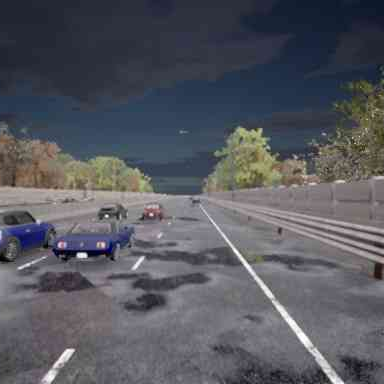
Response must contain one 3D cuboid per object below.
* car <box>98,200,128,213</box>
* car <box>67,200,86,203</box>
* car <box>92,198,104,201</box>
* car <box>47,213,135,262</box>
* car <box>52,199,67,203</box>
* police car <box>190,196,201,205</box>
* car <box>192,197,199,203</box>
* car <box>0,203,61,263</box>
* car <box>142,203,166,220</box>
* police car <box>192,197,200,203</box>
[{"bbox_3d":[-6.923,1.729,29.433,1.837,1.490,4.892,0,0,0],"label":"car"},{"bbox_3d":[-21.050,2.075,62.215,1.895,1.301,4.718,0,0,0],"label":"car"},{"bbox_3d":[-17.557,1.957,62.733,1.882,1.535,5.008,0,0,0],"label":"car"},{"bbox_3d":[-3.411,1.697,12.554,1.895,1.301,4.718,0,0,0],"label":"car"},{"bbox_3d":[-24.550,1.983,62.103,2.128,1.511,4.902,0,0,0],"label":"car"},{"bbox_3d":[0.996,2.007,76.063,1.930,1.638,5.238,0,0,0],"label":"police car"},{"bbox_3d":[0.985,2.233,91.952,1.812,1.442,4.674,0,0,0],"label":"car"},{"bbox_3d":[-6.912,1.448,12.515,2.097,1.767,4.553,0,0,0],"label":"car"},{"bbox_3d":[-3.436,1.757,30.346,1.812,1.442,4.674,0,0,0],"label":"car"},{"bbox_3d":[0.989,2.086,86.063,1.930,1.638,5.238,0,0,0],"label":"police car"}]
